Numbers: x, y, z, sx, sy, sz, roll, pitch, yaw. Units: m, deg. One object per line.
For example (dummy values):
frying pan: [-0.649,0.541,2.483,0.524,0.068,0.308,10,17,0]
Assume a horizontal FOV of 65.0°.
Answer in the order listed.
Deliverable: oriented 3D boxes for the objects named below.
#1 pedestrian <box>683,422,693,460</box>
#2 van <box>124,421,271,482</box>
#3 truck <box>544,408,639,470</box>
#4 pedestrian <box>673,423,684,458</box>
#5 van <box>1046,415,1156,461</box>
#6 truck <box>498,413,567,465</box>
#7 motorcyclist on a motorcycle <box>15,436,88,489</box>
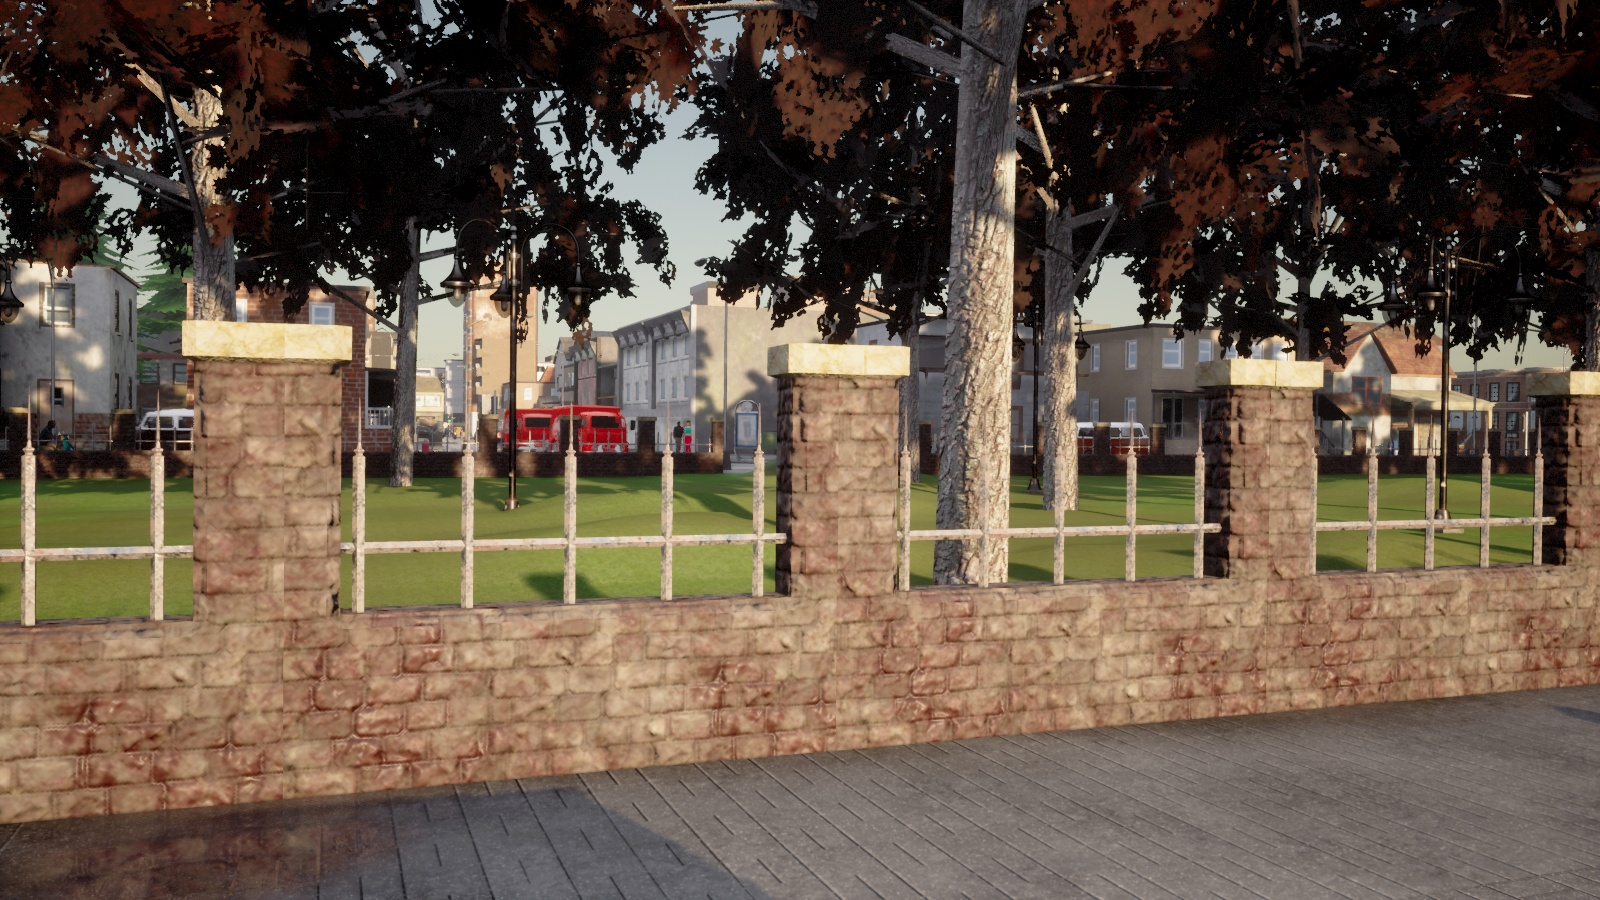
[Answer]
pedestrian: [-5.517,-0.440,61.904,0.345,1.836,0.594,0,1,11]
van: [-21.108,0.030,44.203,4.480,2.038,2.069,-1,1,-21]
truck: [-8.928,-0.458,53.362,2.627,2.467,5.204,0,0,-25]
pedestrian: [-6.412,-0.501,66.272,0.431,1.840,0.703,-1,1,-12]
van: [13.751,-0.562,57.438,4.480,2.038,2.069,-1,1,-21]
truck: [-13.585,-0.577,63.606,2.627,2.467,5.204,-1,1,-21]
motorcyclist on a motorcycle: [-23.256,0.367,39.053,1.817,1.590,0.866,-1,1,-22]
